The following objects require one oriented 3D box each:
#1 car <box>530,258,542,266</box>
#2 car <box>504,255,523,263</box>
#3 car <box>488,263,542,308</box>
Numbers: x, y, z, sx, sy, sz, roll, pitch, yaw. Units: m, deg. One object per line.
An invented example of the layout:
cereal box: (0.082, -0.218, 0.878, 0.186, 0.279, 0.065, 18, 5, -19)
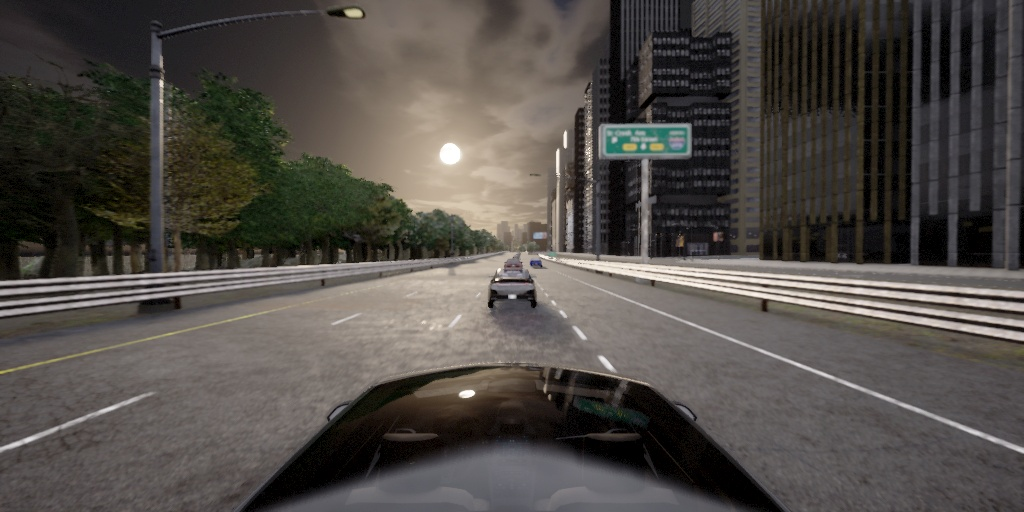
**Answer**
car: (3.984, 1.033, 60.831, 1.882, 1.535, 5.008, 0, 1, 1)
car: (0.174, 1.034, 41.208, 2.097, 1.767, 4.553, 0, 0, 0)
car: (0.021, 1.238, 15.302, 2.128, 1.511, 4.902, 0, 0, 0)
